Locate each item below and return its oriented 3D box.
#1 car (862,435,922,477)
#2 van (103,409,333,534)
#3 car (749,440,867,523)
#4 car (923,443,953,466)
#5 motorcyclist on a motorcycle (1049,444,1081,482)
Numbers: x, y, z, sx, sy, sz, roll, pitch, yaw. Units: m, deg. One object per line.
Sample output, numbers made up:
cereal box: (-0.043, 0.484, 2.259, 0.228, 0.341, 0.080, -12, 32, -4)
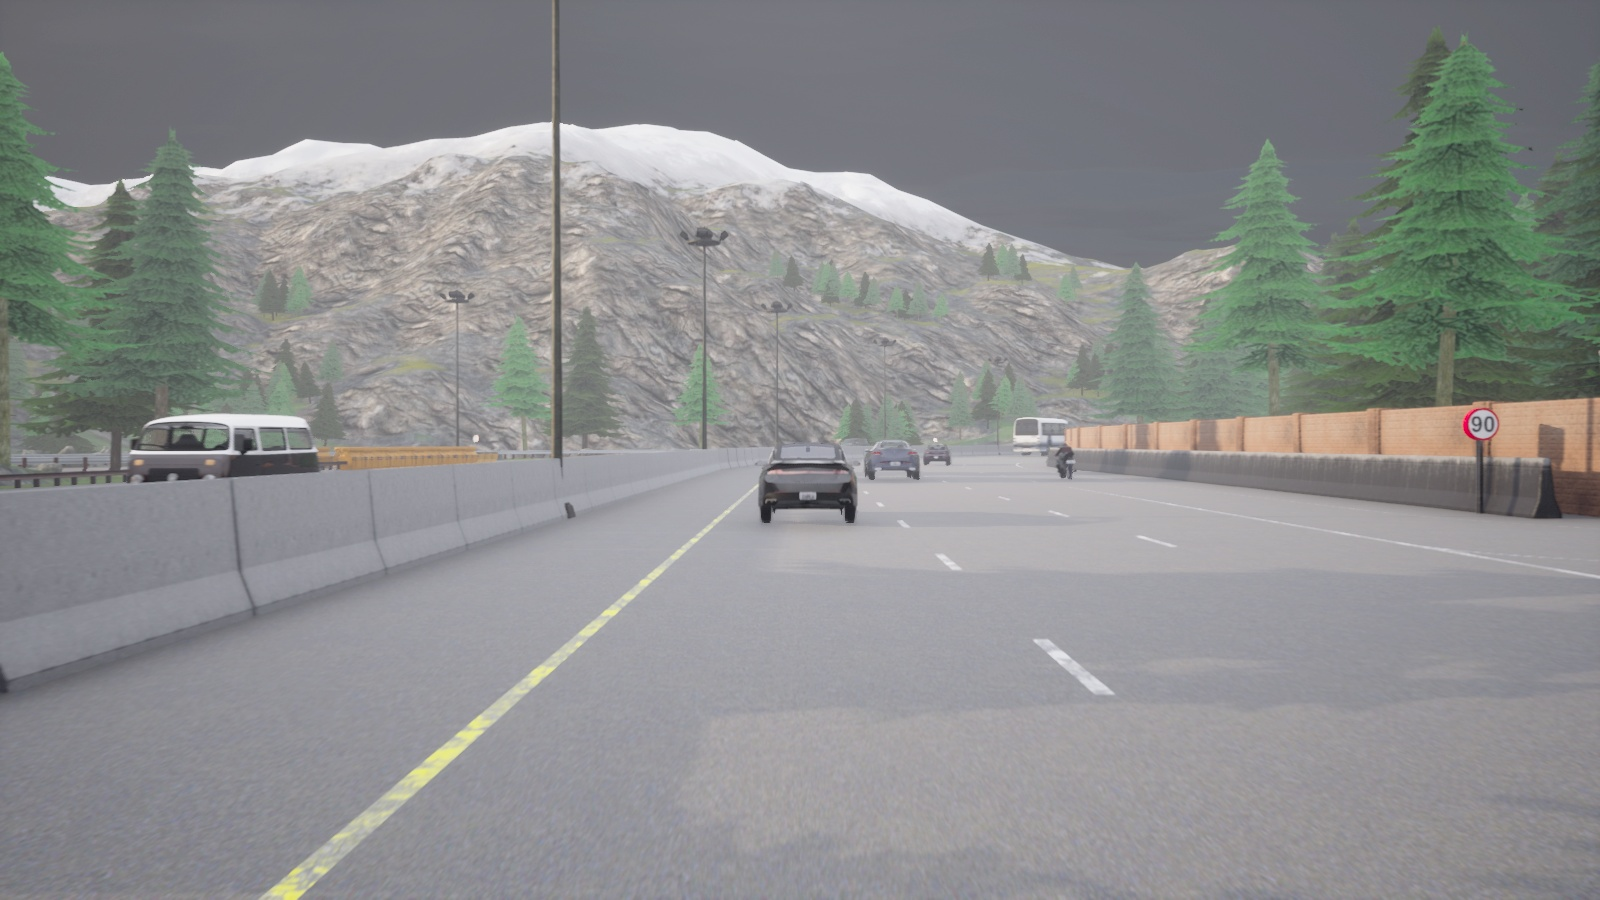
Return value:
car: (3.816, 0.230, 52.805, 2.152, 1.651, 5.027, 0, 0, 0)
van: (-10.355, 0.333, 22.769, 2.069, 2.038, 4.480, 0, 0, 0)
car: (0.159, 0.561, 25.198, 2.128, 1.511, 4.902, 0, 0, 0)
car: (9.353, 0.289, 84.892, 1.816, 1.474, 4.193, 0, 0, 9)
motorcyclist on a motorcycle: (10.805, 0.501, 51.296, 0.866, 1.530, 2.191, 0, 0, 0)
